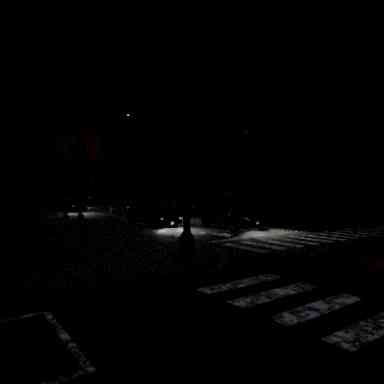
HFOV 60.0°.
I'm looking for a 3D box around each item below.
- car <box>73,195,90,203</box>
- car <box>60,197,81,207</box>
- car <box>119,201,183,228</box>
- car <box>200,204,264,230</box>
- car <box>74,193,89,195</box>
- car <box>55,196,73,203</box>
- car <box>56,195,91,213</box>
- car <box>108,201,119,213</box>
[{"bbox_3d":[-22.047,1.367,66.380,1.882,1.535,5.008,0,0,-36],"label":"car"},{"bbox_3d":[-18.172,1.488,49.663,1.994,1.385,4.181,0,0,-35],"label":"car"},{"bbox_3d":[-2.742,1.521,22.465,2.033,1.411,5.357,0,0,-36],"label":"car"},{"bbox_3d":[2.373,1.502,20.972,1.812,1.442,4.674,0,0,-37],"label":"car"},{"bbox_3d":[-18.961,1.131,56.503,2.150,2.045,5.566,0,0,-35],"label":"car"},{"bbox_3d":[-25.097,1.439,65.052,2.033,1.411,5.357,0,0,-36],"label":"car"},{"bbox_3d":[-13.183,1.424,37.009,1.882,1.535,5.008,0,0,-36],"label":"car"},{"bbox_3d":[-6.779,1.553,33.661,1.895,1.301,4.718,0,0,-36],"label":"car"}]
